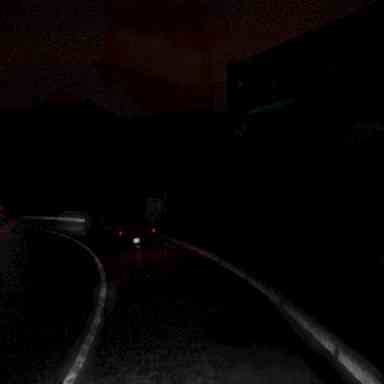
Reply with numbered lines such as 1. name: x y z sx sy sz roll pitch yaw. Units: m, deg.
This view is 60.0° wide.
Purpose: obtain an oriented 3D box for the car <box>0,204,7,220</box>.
1. car: -15.753 1.381 24.123 4.892 1.490 1.837 -1 1 18

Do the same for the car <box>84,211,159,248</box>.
1. car: -3.213 1.467 14.310 1.895 1.301 4.718 -1 2 -31
